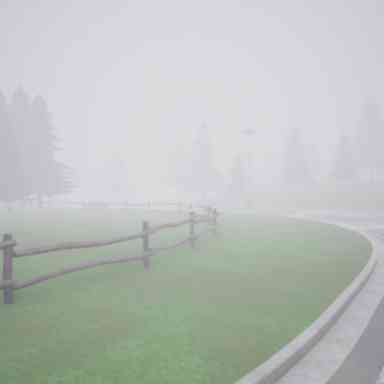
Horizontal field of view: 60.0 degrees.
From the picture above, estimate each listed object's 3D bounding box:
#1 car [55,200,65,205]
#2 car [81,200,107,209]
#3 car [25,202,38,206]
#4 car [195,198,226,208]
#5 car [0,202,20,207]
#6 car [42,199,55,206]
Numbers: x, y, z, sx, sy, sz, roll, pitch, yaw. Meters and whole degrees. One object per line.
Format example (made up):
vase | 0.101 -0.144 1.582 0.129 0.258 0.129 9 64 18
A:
car | -30.327 2.041 74.011 4.553 1.767 2.097 -1 0 35
car | -14.949 1.958 50.743 4.181 1.385 1.994 -1 0 35
car | -34.398 2.313 68.317 4.718 1.301 1.895 -1 0 35
car | 2.763 1.640 51.366 5.008 1.535 1.882 -1 0 34
car | -36.212 2.086 65.316 4.553 1.767 2.097 -1 0 35
car | -32.207 2.239 71.057 5.357 1.411 2.033 -1 0 35
